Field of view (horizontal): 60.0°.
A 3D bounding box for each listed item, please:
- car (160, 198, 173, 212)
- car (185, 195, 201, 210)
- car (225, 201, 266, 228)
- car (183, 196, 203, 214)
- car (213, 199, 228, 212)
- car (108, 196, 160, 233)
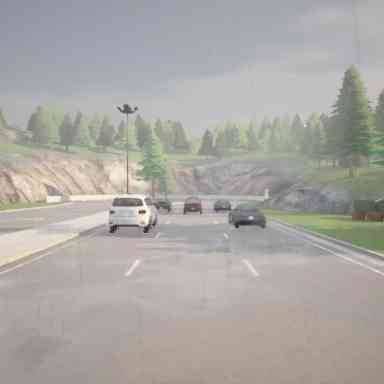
[{"bbox_3d":[-3.388,1.504,39.356,1.837,1.490,4.892,0,0,0],"label":"car"},{"bbox_3d":[0.184,1.352,44.332,2.097,1.767,4.553,0,0,1],"label":"car"},{"bbox_3d":[3.600,1.564,22.256,1.994,1.385,4.181,0,0,0],"label":"car"},{"bbox_3d":[0.092,1.477,35.087,1.882,1.535,5.008,0,0,0],"label":"car"},{"bbox_3d":[3.611,1.564,39.361,1.994,1.385,4.181,0,0,1],"label":"car"},{"bbox_3d":[-3.400,1.221,19.886,2.150,2.045,5.566,0,0,0],"label":"car"}]
